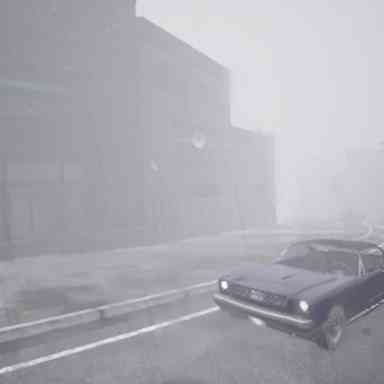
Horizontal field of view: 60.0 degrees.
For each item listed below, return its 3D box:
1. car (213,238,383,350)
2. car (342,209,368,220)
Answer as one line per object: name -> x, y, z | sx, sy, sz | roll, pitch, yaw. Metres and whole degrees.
car -> 2.606, 1.654, 6.507 | 4.718, 1.301, 1.895 | 1, -1, -43
car -> 21.303, 2.940, 43.837 | 1.812, 1.442, 4.674 | -2, -4, 6
